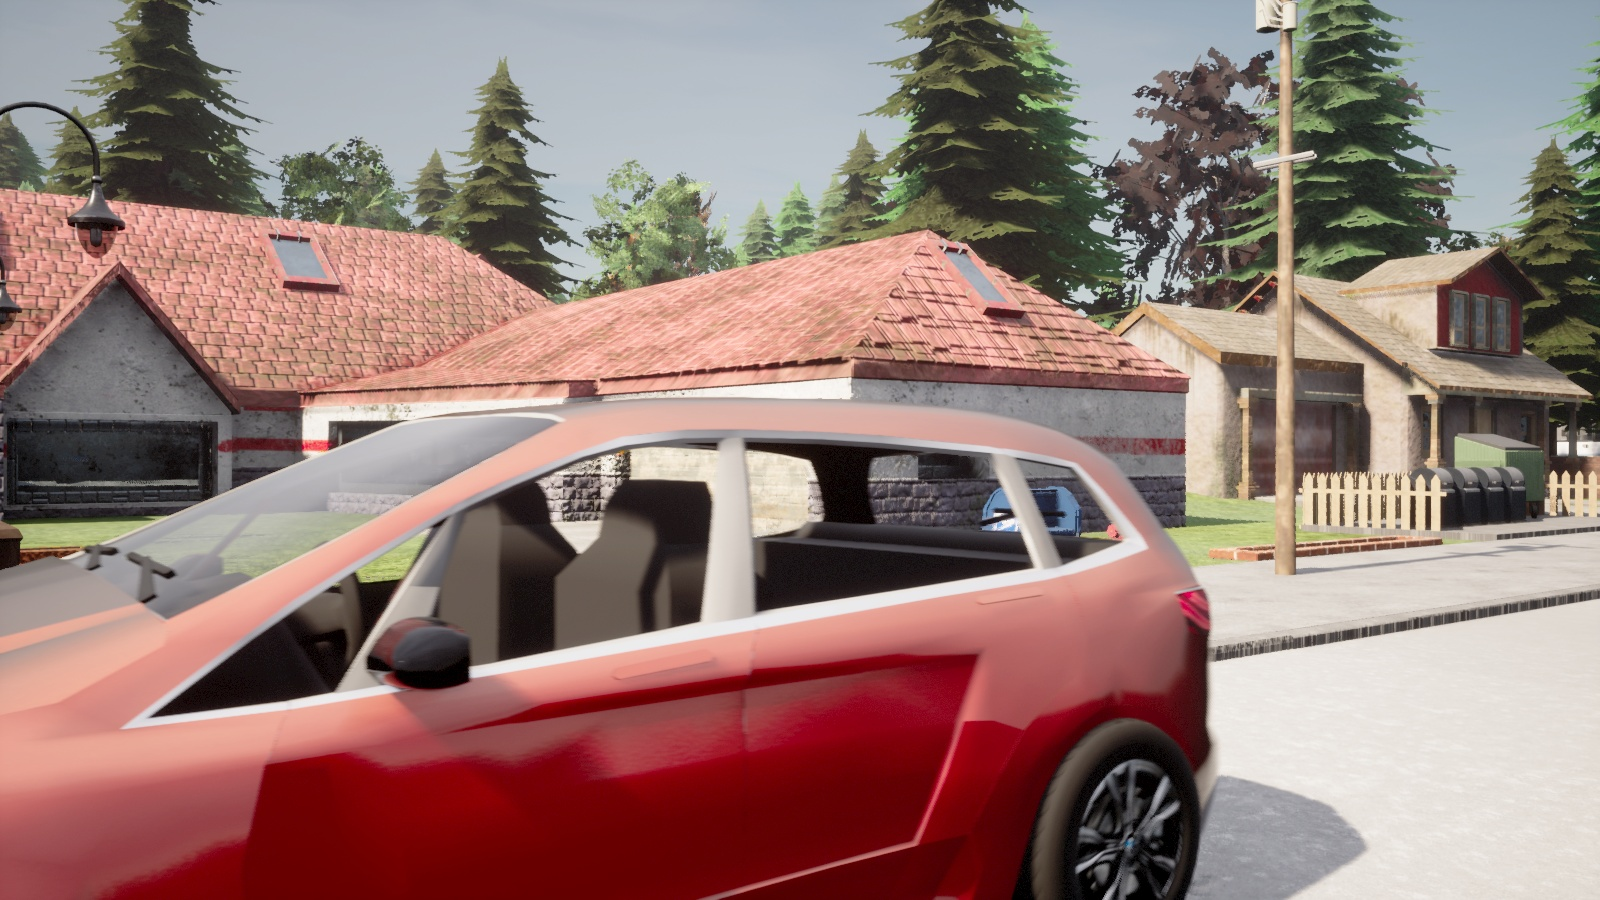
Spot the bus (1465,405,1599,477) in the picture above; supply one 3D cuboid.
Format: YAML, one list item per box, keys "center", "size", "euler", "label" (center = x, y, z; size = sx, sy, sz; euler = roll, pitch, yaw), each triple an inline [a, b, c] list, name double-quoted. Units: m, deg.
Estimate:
- center: [47.497, -0.542, 77.922]
  size: [3.944, 4.253, 10.273]
  euler: [0, 0, -37]
  label: "bus"

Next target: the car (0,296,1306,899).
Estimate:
- center: [-0.864, 0.600, 3.609]
  size: [4.611, 1.667, 2.242]
  euler: [0, 0, -37]
  label: "car"
